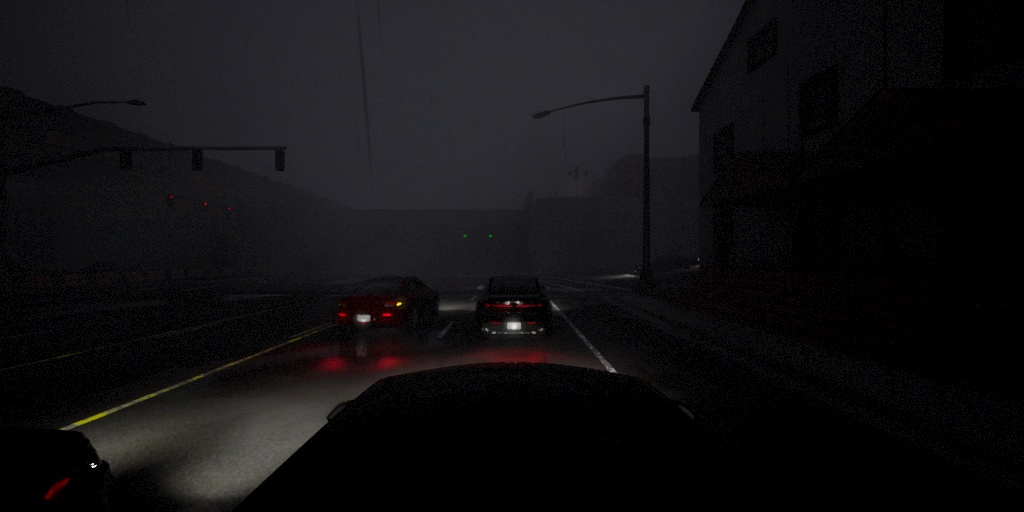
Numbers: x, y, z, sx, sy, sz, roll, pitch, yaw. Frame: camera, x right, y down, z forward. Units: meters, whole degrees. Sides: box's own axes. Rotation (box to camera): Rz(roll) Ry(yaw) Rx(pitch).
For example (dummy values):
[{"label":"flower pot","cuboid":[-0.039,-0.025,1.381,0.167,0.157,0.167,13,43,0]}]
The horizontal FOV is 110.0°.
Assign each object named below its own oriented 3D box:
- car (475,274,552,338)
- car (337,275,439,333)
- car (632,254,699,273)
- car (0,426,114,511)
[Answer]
[{"label":"car","cuboid":[0.045,1.257,10.195,1.837,1.490,4.892,0,0,0]},{"label":"car","cuboid":[-3.451,1.277,10.656,1.812,1.442,4.674,0,0,0]},{"label":"car","cuboid":[13.035,0.606,30.421,5.357,1.411,2.033,-7,0,-1]},{"label":"car","cuboid":[-3.401,1.255,0.166,1.837,1.490,4.892,0,0,0]}]
